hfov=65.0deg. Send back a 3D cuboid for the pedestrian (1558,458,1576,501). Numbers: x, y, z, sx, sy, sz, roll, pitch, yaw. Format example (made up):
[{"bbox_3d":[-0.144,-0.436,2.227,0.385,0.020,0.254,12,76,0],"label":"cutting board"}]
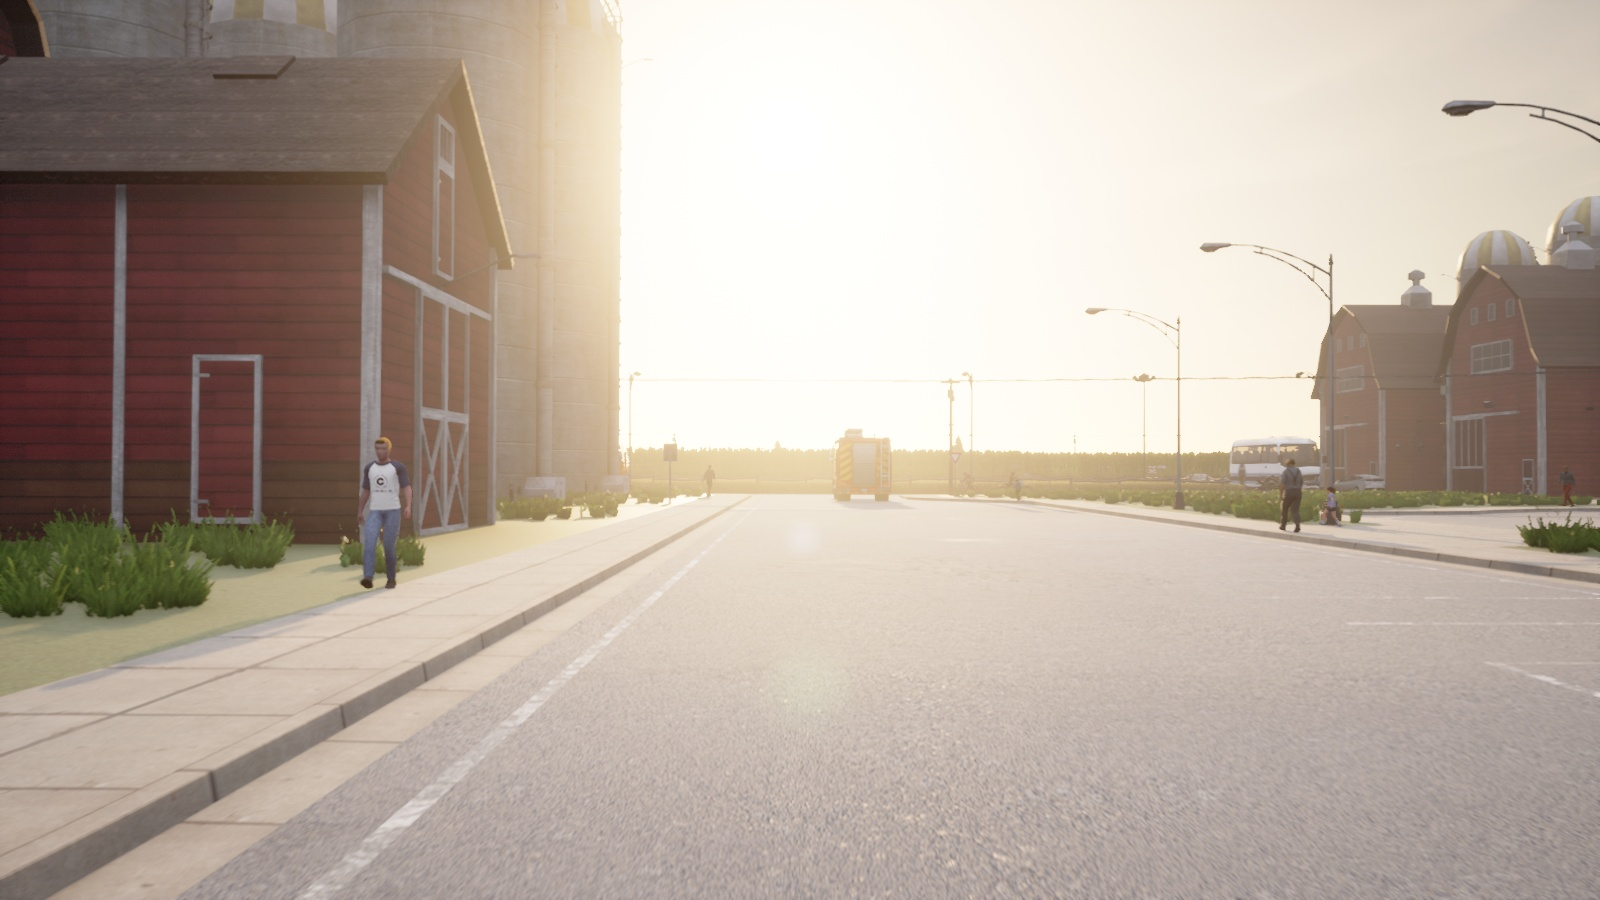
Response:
[{"bbox_3d":[32.780,1.252,53.672,0.614,1.847,0.353,0,-1,-29],"label":"pedestrian"}]

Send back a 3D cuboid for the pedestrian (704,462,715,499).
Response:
[{"bbox_3d":[-4.858,1.638,67.464,0.423,1.949,0.788,0,-1,10],"label":"pedestrian"}]

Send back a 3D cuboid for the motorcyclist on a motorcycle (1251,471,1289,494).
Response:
[{"bbox_3d":[30.639,2.108,81.794,2.191,1.530,0.866,0,-1,-13],"label":"motorcyclist on a motorcycle"}]

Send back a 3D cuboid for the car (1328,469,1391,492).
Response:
[{"bbox_3d":[38.017,2.056,85.503,2.007,1.525,4.514,0,-1,-4],"label":"car"}]

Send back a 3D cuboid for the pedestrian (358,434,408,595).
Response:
[{"bbox_3d":[-4.860,0.739,14.655,0.354,1.836,0.706,0,-1,-1],"label":"pedestrian"}]

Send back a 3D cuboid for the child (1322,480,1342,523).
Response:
[{"bbox_3d":[14.060,1.360,33.204,0.255,1.110,0.394,1,-1,-39],"label":"child"}]

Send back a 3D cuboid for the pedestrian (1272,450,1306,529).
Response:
[{"bbox_3d":[11.652,0.933,29.928,0.540,1.848,0.694,0,-1,0],"label":"pedestrian"}]

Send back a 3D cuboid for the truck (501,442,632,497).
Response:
[{"bbox_3d":[-15.115,1.284,81.697,7.936,3.462,2.891,0,-1,1],"label":"truck"}]

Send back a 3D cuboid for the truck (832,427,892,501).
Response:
[{"bbox_3d":[3.327,0.817,69.327,2.891,3.827,8.468,0,-1,0],"label":"truck"}]
